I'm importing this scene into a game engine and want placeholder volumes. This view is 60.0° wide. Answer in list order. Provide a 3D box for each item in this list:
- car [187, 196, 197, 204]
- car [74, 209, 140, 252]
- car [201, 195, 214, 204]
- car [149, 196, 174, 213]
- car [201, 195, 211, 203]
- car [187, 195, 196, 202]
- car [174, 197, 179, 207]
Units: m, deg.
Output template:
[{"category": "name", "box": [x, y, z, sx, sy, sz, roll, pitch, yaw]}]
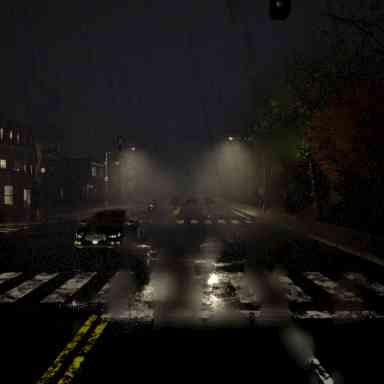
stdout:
[{"category": "car", "box": [-0.057, 1.577, 64.460, 1.895, 1.301, 4.718, 0, 0, 0]}, {"category": "car", "box": [-3.385, 1.502, 14.026, 1.837, 1.490, 4.892, 0, 0, 0]}, {"category": "car", "box": [3.199, 1.577, 63.217, 1.895, 1.301, 4.718, 0, 0, 0]}, {"category": "car", "box": [-3.437, 1.339, 36.086, 2.097, 1.767, 4.553, 0, 0, 0]}, {"category": "car", "box": [3.072, 1.495, 73.222, 2.128, 1.511, 4.902, 0, 0, 0]}, {"category": "car", "box": [-0.168, 1.511, 74.659, 2.033, 1.411, 5.357, 0, 0, 0]}, {"category": "car", "box": [-3.465, 1.547, 49.521, 1.994, 1.385, 4.181, 0, 0, 0]}]
